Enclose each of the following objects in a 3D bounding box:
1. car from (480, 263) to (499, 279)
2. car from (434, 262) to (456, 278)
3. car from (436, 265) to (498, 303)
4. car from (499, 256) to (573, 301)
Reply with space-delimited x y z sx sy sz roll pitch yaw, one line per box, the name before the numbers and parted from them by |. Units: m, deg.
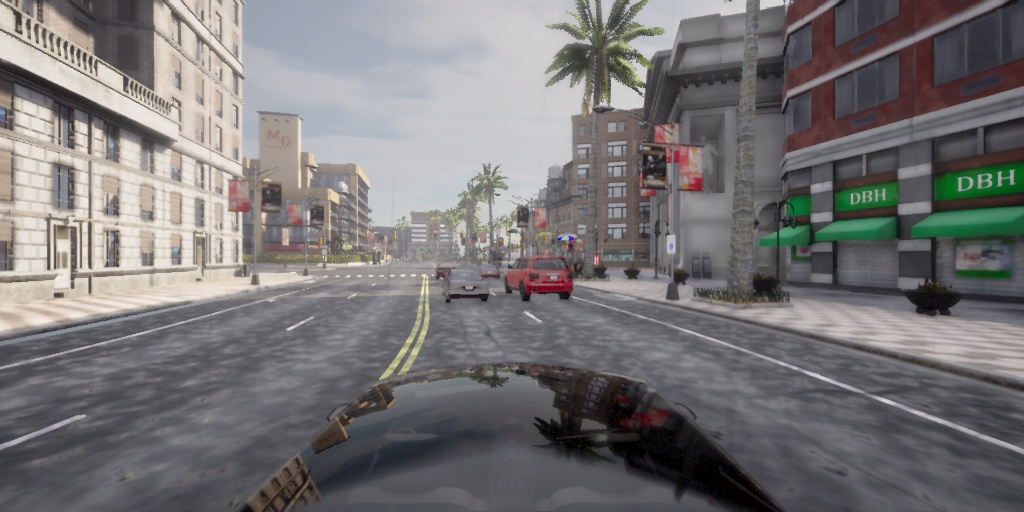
car | -2.322 1.320 32.094 1.994 1.385 4.181 0 0 -13
car | -5.728 1.232 31.288 1.882 1.535 5.008 0 0 -13
car | -2.277 1.310 16.691 2.033 1.411 5.357 0 0 -13
car | 1.123 1.005 17.526 2.150 2.045 5.566 0 0 -13
